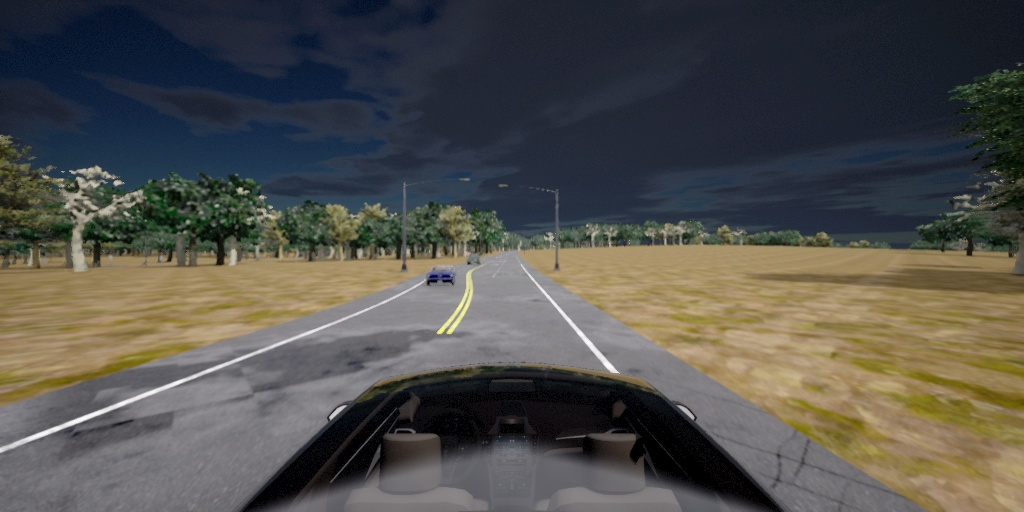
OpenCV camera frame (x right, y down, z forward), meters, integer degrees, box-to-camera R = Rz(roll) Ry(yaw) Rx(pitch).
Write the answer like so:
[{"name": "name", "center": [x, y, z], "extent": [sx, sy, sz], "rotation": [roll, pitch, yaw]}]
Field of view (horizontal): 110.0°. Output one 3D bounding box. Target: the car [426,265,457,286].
[{"name": "car", "center": [-4.794, 1.314, 24.819], "extent": [1.895, 1.301, 4.718], "rotation": [0, 0, -7]}]
